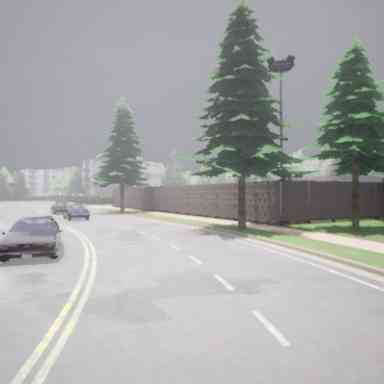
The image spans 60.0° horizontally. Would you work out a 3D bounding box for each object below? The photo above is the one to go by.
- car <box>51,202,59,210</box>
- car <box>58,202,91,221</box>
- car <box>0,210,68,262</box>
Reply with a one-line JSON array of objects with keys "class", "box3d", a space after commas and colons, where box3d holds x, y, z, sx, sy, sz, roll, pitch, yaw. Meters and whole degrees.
[{"class": "car", "box3d": [-16.031, 1.950, 40.593, 2.033, 1.411, 5.357, 0, -1, -29]}, {"class": "car", "box3d": [-10.822, 1.853, 31.007, 2.033, 1.411, 5.357, 0, -1, -28]}, {"class": "car", "box3d": [-6.125, 1.679, 13.060, 2.033, 1.411, 5.357, 0, -1, -20]}]
